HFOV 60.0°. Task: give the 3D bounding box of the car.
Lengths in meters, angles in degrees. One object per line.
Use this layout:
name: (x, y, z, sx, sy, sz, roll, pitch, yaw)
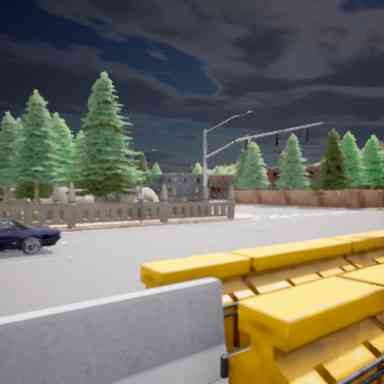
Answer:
car: (-7.266, 1.599, 11.689, 4.718, 1.301, 1.895, 0, 0, -35)
